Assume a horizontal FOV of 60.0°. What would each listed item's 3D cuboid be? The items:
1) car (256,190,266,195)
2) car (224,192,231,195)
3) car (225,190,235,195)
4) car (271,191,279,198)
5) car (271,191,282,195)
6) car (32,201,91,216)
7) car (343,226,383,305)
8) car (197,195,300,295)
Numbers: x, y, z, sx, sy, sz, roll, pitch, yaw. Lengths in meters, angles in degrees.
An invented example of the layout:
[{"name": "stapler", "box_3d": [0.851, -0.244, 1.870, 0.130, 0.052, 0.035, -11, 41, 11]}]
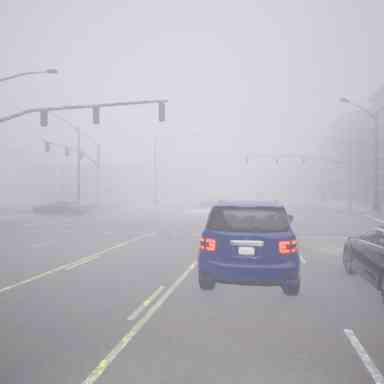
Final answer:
[{"name": "car", "box_3d": [15.636, 0.901, 75.482, 1.994, 1.385, 4.181, 0, 1, 11]}, {"name": "car", "box_3d": [5.240, 1.211, 59.828, 2.033, 1.411, 5.357, 0, 1, 12]}, {"name": "car", "box_3d": [8.472, 0.606, 75.378, 2.150, 2.045, 5.566, 0, 1, 11]}, {"name": "car", "box_3d": [21.057, 0.605, 84.593, 1.837, 1.490, 4.892, 0, 1, 11]}, {"name": "car", "box_3d": [19.059, 0.704, 74.747, 2.097, 1.767, 4.553, 0, 1, 11]}, {"name": "car", "box_3d": [-12.489, 1.546, 32.078, 5.357, 1.411, 2.033, 0, 0, 10]}, {"name": "car", "box_3d": [4.822, 1.491, 7.464, 2.128, 1.511, 4.902, 0, 0, 11]}, {"name": "car", "box_3d": [1.562, 1.221, 9.002, 2.150, 2.045, 5.566, 0, 0, 11]}]
